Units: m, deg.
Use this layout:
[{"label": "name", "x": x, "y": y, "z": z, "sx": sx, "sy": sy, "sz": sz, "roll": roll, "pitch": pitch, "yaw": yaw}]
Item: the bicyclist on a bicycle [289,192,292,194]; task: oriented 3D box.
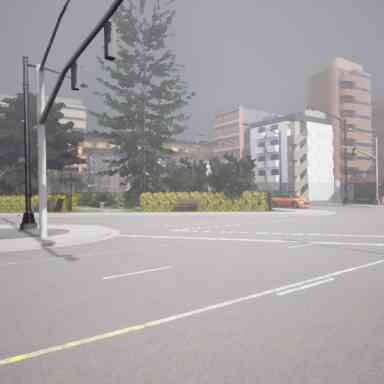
[{"label": "bicyclist on a bicycle", "x": 14.017, "y": 0.780, "z": 47.087, "sx": 1.656, "sy": 1.620, "sz": 0.582, "roll": -1, "pitch": 1, "yaw": -35}]

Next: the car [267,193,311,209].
[{"label": "car", "x": 11.237, "y": 0.959, "z": 37.968, "sx": 2.097, "sy": 1.767, "sz": 4.553, "roll": -1, "pitch": 1, "yaw": -35}]

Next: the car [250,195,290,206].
[{"label": "car", "x": 10.574, "y": 1.097, "z": 45.421, "sx": 2.033, "sy": 1.411, "sz": 5.357, "roll": -1, "pitch": 1, "yaw": -35}]
